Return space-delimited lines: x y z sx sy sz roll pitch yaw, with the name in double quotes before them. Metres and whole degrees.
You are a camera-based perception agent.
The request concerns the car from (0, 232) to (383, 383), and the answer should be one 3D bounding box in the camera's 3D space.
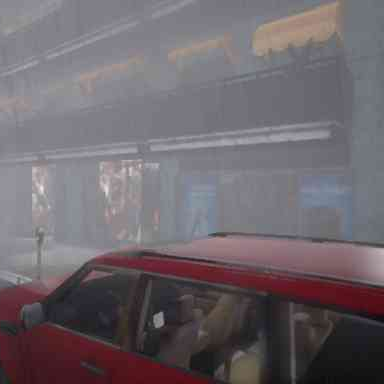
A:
"car" 0.005 1.312 2.854 5.009 1.841 2.192 0 1 36
